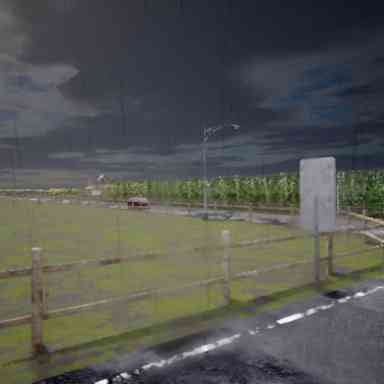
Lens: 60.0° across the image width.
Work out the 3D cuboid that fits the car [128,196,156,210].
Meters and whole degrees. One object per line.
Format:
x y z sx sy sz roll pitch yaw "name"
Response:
-6.370 1.337 41.956 1.882 1.535 5.008 -1 1 -36 "car"
